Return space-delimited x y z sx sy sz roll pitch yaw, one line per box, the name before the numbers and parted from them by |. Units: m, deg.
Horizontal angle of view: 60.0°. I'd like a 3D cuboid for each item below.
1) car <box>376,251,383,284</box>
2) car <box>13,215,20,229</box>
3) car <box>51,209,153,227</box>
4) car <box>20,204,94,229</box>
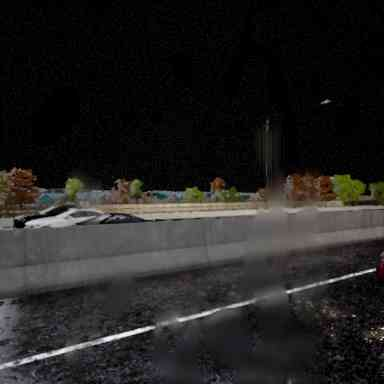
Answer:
car | 6.467 1.610 8.303 4.181 1.385 1.994 0 0 -35
car | -7.843 1.495 19.870 5.008 1.535 1.882 0 0 -35
car | -3.510 1.585 14.359 4.181 1.385 1.994 0 0 -35
car | -5.919 1.543 16.958 4.674 1.442 1.812 0 0 -35
